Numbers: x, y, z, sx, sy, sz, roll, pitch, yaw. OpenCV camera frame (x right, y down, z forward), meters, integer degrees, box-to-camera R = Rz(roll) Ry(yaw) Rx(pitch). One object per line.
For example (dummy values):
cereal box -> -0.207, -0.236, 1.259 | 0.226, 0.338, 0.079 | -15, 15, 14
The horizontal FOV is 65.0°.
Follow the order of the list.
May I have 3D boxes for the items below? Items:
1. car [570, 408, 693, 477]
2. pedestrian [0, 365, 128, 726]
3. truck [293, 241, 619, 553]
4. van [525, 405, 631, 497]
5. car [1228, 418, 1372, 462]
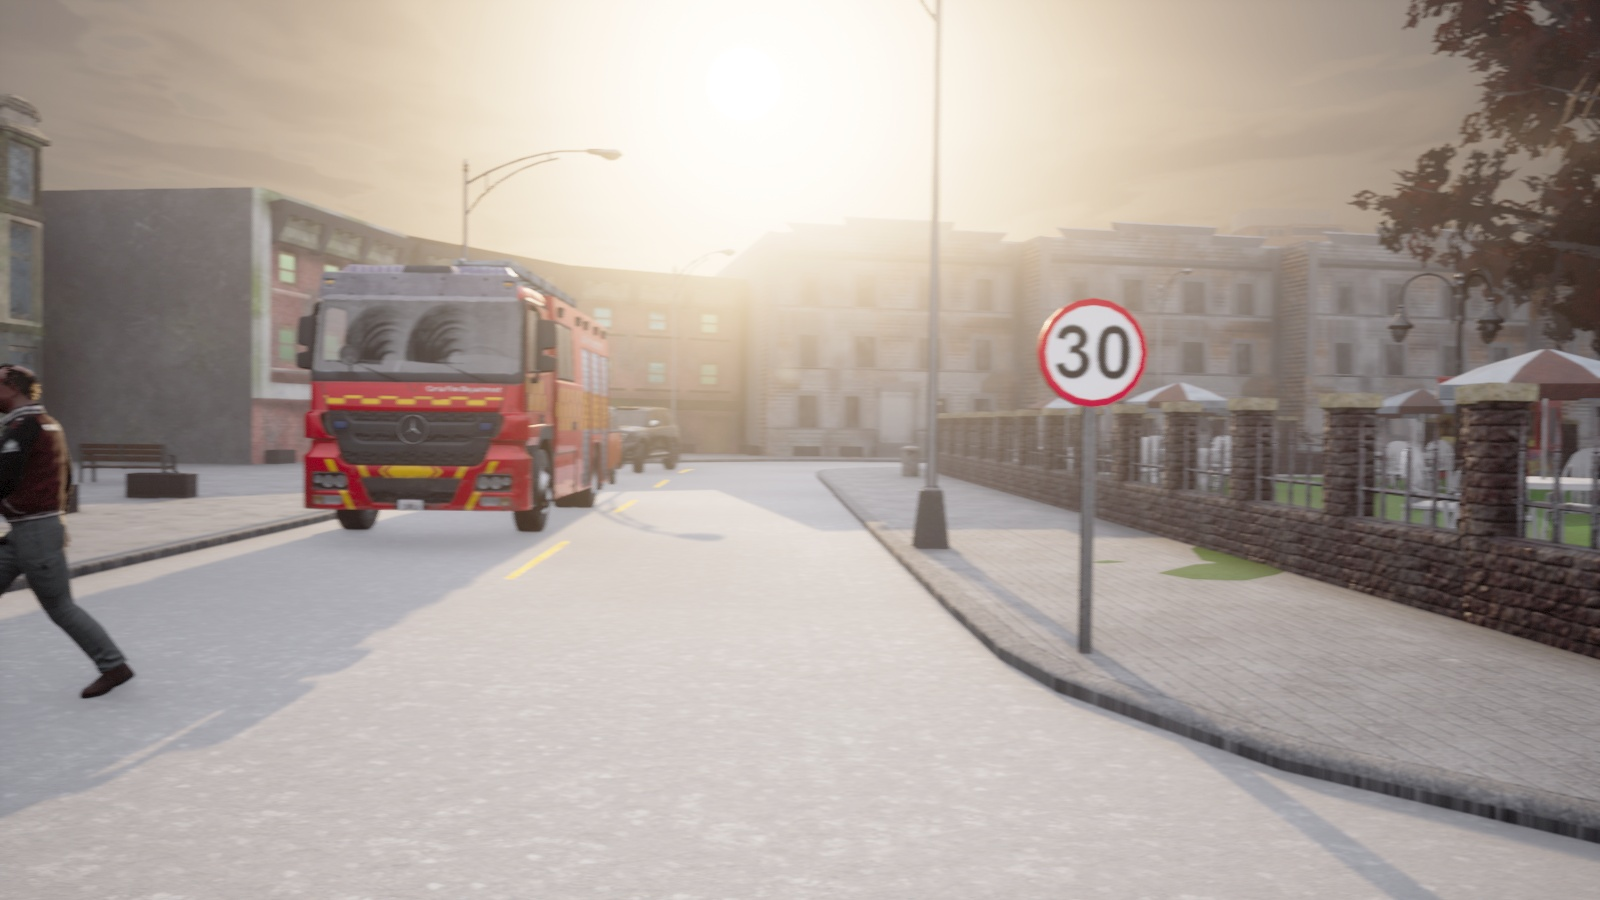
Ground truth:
car -> -5.245, -0.272, 39.985 | 2.150, 2.045, 5.566 | 0, 1, 11
pedestrian -> -4.014, 0.484, 6.677 | 0.720, 1.854, 0.376 | -1, 1, -24
truck -> -4.851, -0.738, 19.742 | 2.891, 3.827, 8.468 | -1, 1, -1
van -> -5.118, -0.021, 29.472 | 1.775, 1.987, 4.442 | -1, 1, -2
car -> 18.364, -0.383, 46.232 | 4.514, 1.525, 2.007 | -1, 1, -2
